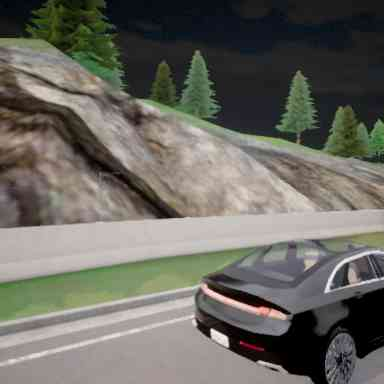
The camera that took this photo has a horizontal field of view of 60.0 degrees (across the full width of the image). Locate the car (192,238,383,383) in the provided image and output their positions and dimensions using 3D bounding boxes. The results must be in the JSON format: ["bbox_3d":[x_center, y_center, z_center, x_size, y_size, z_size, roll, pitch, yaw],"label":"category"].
[{"bbox_3d":[2.305,1.512,5.297,4.902,1.511,2.128,1,0,-35],"label":"car"}]
